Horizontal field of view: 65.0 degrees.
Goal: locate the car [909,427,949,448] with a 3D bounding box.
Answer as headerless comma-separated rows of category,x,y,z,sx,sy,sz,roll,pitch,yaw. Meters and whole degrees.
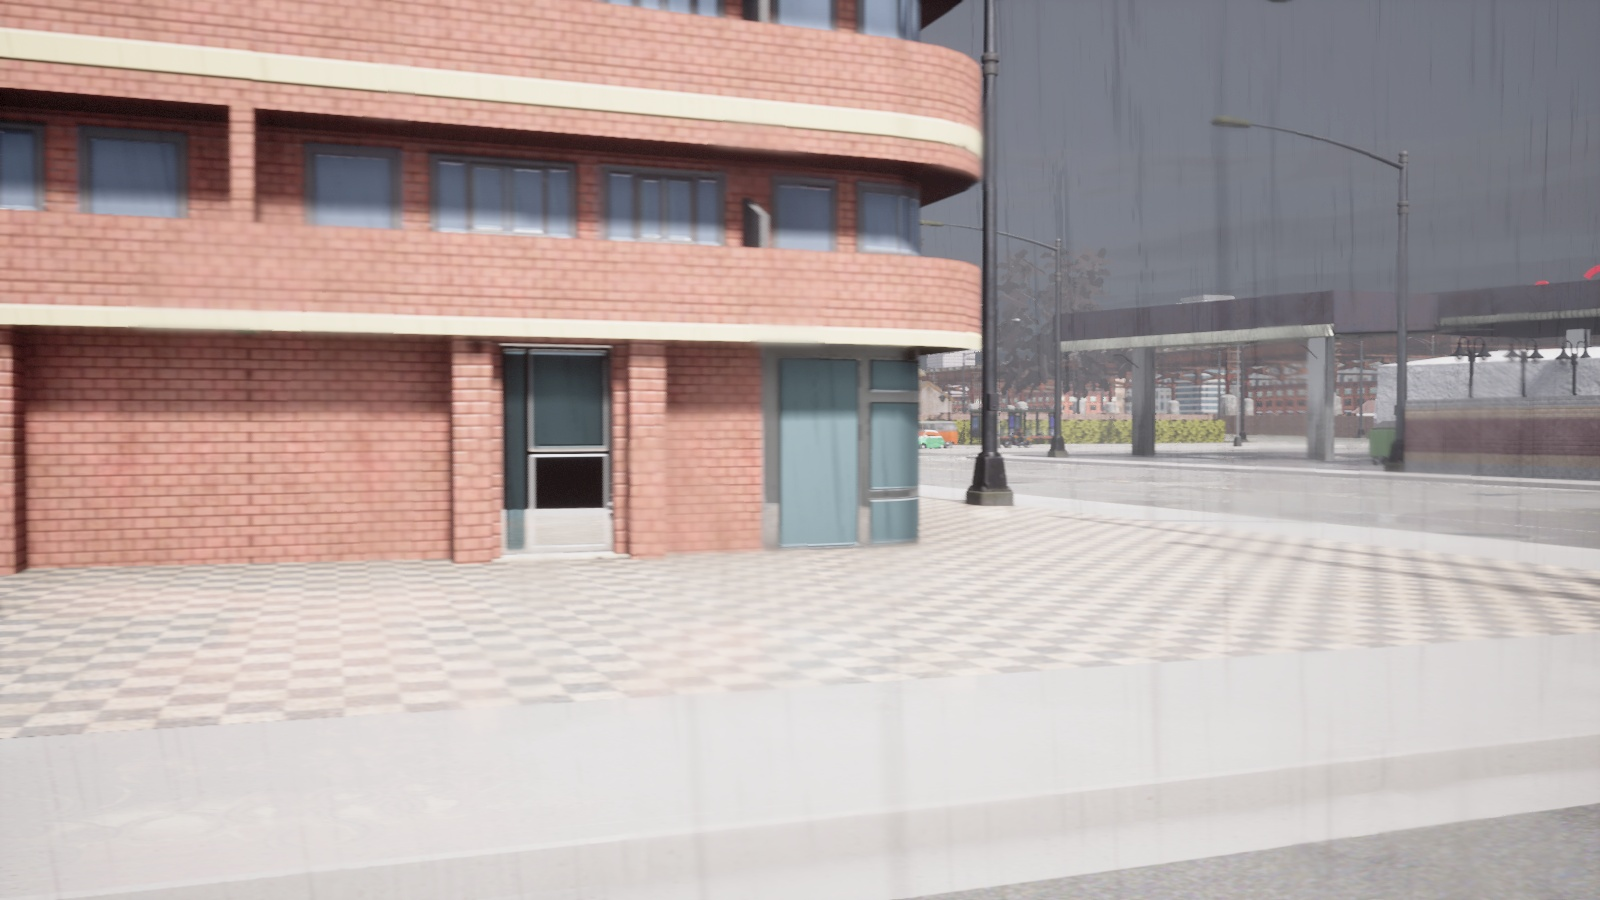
car,8.612,-0.846,84.116,2.207,1.376,1.481,-1,1,-21

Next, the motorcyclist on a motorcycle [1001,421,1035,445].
motorcyclist on a motorcycle,15.719,-1.247,90.591,2.350,1.649,0.766,-2,1,-21

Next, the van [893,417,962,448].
van,8.900,-1.233,87.972,4.442,1.987,1.775,-2,1,-21
